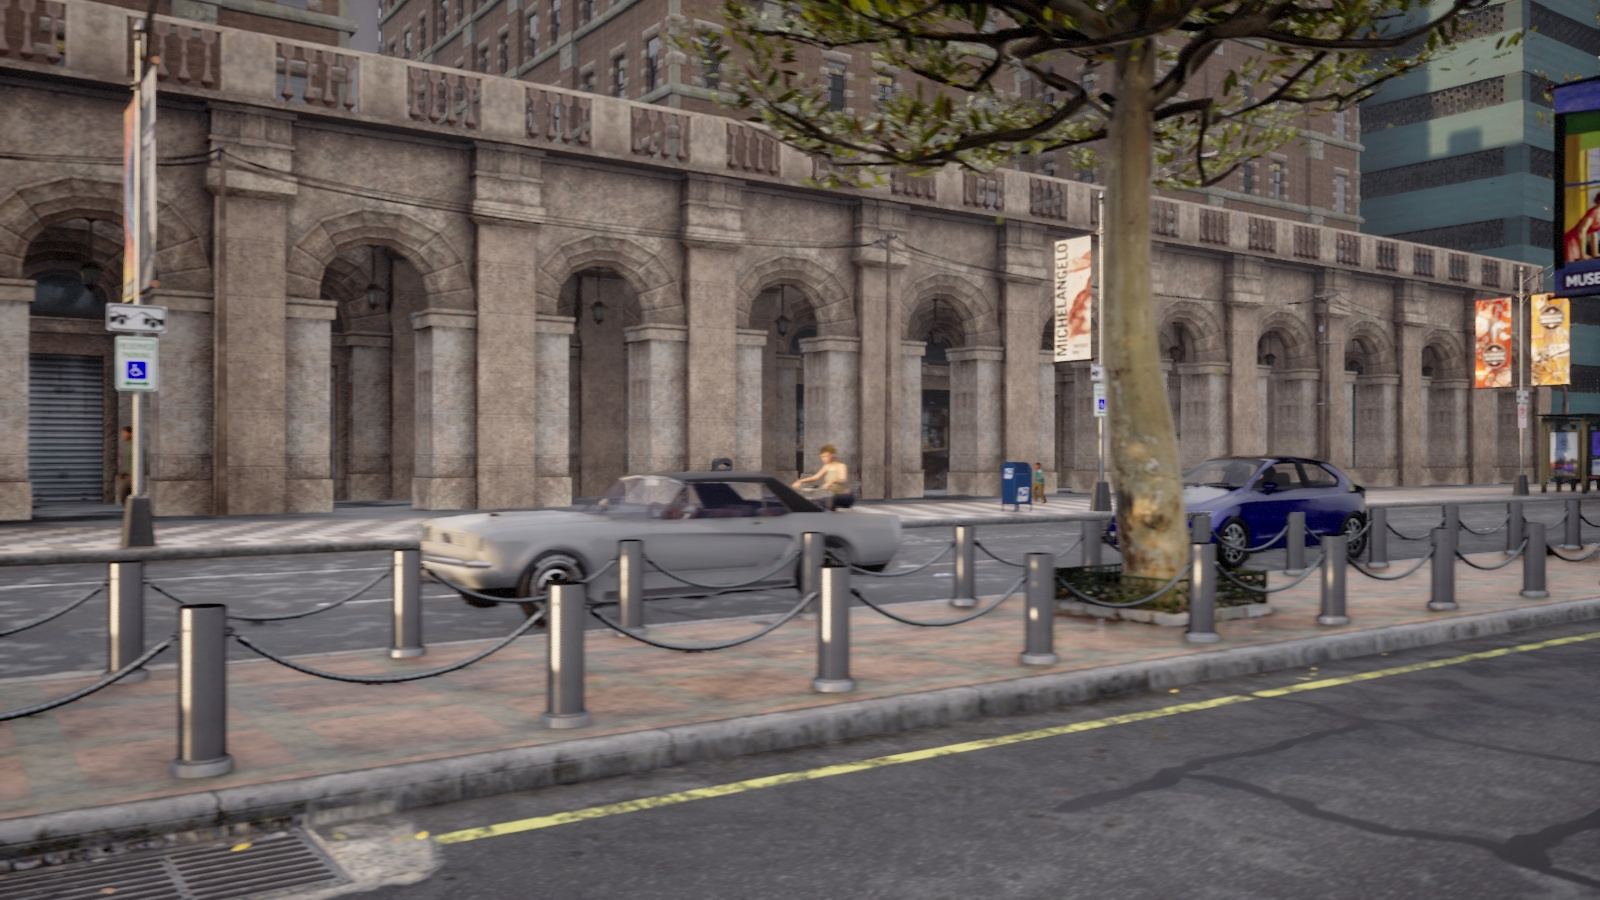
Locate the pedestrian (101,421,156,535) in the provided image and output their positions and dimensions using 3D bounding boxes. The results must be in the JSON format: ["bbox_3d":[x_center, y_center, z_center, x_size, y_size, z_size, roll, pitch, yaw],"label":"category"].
[{"bbox_3d":[-11.644,0.480,21.779,0.788,1.949,0.423,0,0,-35],"label":"pedestrian"}]

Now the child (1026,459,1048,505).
[{"bbox_3d":[6.308,0.850,33.401,0.448,1.192,0.343,0,0,-35],"label":"child"}]

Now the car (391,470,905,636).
[{"bbox_3d":[-1.388,0.879,12.440,4.718,1.301,1.895,0,0,-35],"label":"car"}]

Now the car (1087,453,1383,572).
[{"bbox_3d":[6.192,0.789,17.716,4.193,1.474,1.816,0,0,-35],"label":"car"}]

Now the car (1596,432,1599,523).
[{"bbox_3d":[18.662,0.566,26.397,3.866,1.878,1.905,0,0,-35],"label":"car"}]

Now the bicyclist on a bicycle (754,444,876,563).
[{"bbox_3d":[0.217,0.725,17.827,1.509,1.612,0.866,0,0,-35],"label":"bicyclist on a bicycle"}]
